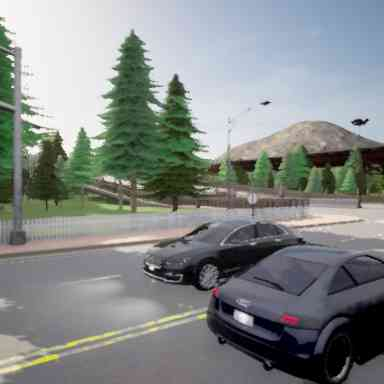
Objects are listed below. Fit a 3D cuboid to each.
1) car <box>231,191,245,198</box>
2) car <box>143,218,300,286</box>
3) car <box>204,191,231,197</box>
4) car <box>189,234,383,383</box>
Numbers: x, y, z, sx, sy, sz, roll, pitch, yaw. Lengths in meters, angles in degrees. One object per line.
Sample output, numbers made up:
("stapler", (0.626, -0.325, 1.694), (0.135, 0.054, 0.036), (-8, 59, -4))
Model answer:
("car", (6.396, 0.883, 54.520), (2.150, 2.045, 5.566), (0, 3, -37))
("car", (1.055, 1.499, 9.037), (4.892, 1.490, 1.837), (0, 0, -35))
("car", (3.417, 1.002, 52.655), (2.097, 1.767, 4.553), (0, 3, -37))
("car", (2.279, 1.558, 5.369), (4.181, 1.385, 1.994), (0, 0, -36))
